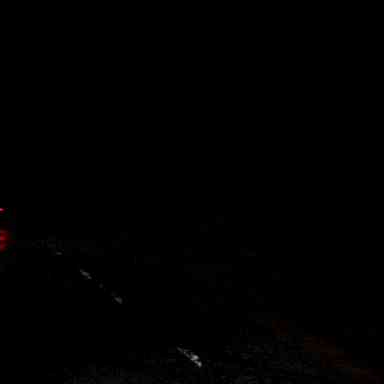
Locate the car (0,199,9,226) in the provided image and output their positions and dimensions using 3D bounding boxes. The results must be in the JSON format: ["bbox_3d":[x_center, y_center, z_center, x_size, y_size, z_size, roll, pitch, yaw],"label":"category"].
[{"bbox_3d":[-11.904,1.111,19.463,2.128,1.511,4.902,2,0,-34],"label":"car"}]
